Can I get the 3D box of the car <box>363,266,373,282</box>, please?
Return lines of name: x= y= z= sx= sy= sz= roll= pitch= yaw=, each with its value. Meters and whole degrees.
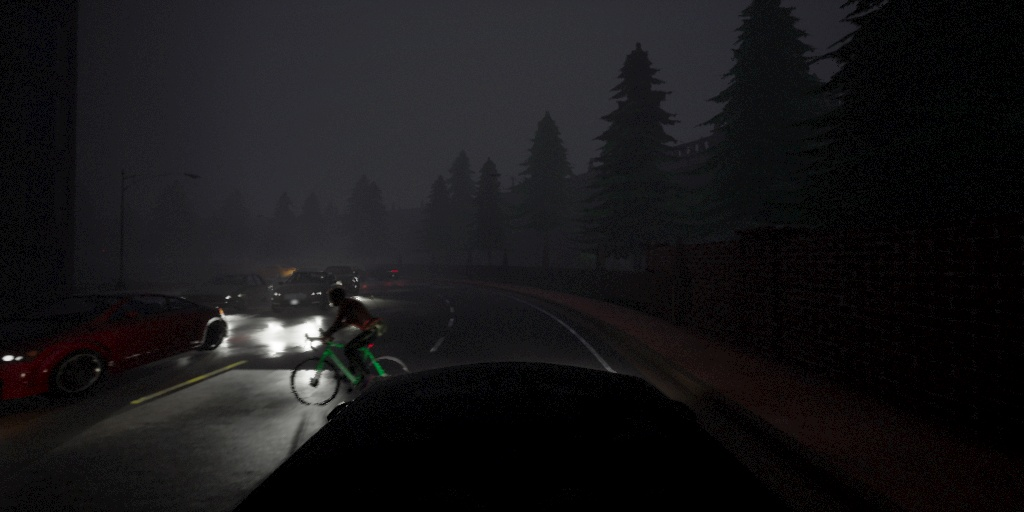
car: x=-15.018 y=1.617 z=32.384 sx=4.902 sy=1.511 sz=2.128 roll=-1 pitch=-1 yaw=42

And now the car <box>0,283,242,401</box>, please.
car: x=-7.348 y=1.370 z=6.398 sx=1.994 sy=1.385 sz=4.181 roll=0 pitch=-1 yaw=-4

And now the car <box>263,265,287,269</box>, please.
car: x=-25.339 y=1.678 z=38.636 sx=5.008 sy=1.535 sz=1.882 roll=0 pitch=-1 yaw=21

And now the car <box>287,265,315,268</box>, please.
car: x=-16.268 y=1.633 z=29.148 sx=5.357 sy=1.411 sz=2.033 roll=-1 pitch=-1 yaw=44

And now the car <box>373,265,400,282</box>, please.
car: x=-12.859 y=1.650 z=35.012 sx=4.902 sy=1.511 sz=2.128 roll=-1 pitch=-1 yaw=42

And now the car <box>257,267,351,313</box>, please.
car: x=-8.444 y=1.405 z=15.133 sx=2.128 sy=1.511 sz=4.902 roll=0 pitch=-1 yaw=-17

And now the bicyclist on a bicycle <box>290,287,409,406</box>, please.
bicyclist on a bicycle: x=-2.208 y=1.242 z=4.880 sx=1.656 sy=1.620 sz=0.582 roll=-2 pitch=-1 yaw=0

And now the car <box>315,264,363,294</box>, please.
car: x=-10.422 y=1.344 z=21.515 sx=2.097 sy=1.767 sz=4.553 roll=0 pitch=-1 yaw=-28

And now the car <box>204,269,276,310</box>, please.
car: x=-12.015 y=1.465 z=15.511 sx=2.033 sy=1.411 sz=5.357 roll=0 pitch=-1 yaw=-19
